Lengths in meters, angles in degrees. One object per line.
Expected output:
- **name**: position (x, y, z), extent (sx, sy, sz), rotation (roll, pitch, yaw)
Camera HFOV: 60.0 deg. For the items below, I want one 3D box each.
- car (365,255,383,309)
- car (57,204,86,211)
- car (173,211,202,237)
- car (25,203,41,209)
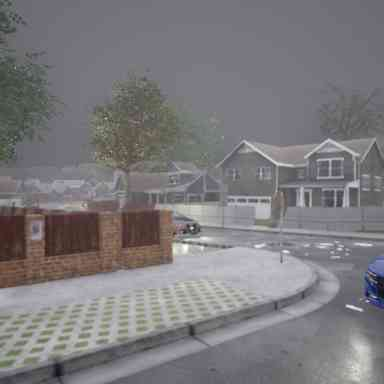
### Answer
- **car**: position (5.539, 1.509, 6.921), extent (5.008, 1.535, 1.882), rotation (0, 0, -36)
- **car**: position (-10.510, 1.849, 28.966), extent (1.882, 1.535, 5.008), rotation (1, -1, -39)
- **car**: position (-1.434, 1.778, 19.167), extent (4.181, 1.385, 1.994), rotation (-1, -1, 44)
- **car**: position (-22.193, 2.244, 46.427), extent (1.895, 1.301, 4.718), rotation (1, -1, -28)
